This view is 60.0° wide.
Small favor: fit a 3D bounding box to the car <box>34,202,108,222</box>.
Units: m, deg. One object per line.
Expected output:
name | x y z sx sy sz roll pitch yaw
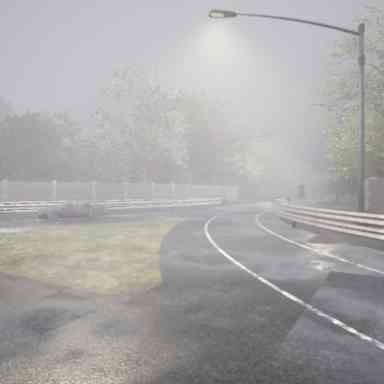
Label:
car | -9.384 1.487 26.161 5.357 1.411 2.033 0 0 -34
